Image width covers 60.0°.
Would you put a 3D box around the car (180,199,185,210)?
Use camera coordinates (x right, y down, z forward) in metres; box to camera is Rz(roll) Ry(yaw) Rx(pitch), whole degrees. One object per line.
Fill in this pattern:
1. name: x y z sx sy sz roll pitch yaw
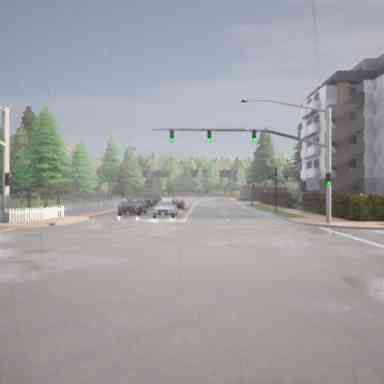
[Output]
1. car: -1.916 1.577 41.713 1.895 1.301 4.718 0 0 2

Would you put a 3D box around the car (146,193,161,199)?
1. car: -5.330 1.199 43.808 2.150 2.045 5.566 0 0 3

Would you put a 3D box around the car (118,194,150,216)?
1. car: -5.770 1.333 32.652 2.097 1.767 4.553 0 0 2

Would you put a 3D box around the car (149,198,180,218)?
1. car: -2.365 1.508 30.190 1.812 1.442 4.674 0 0 2
